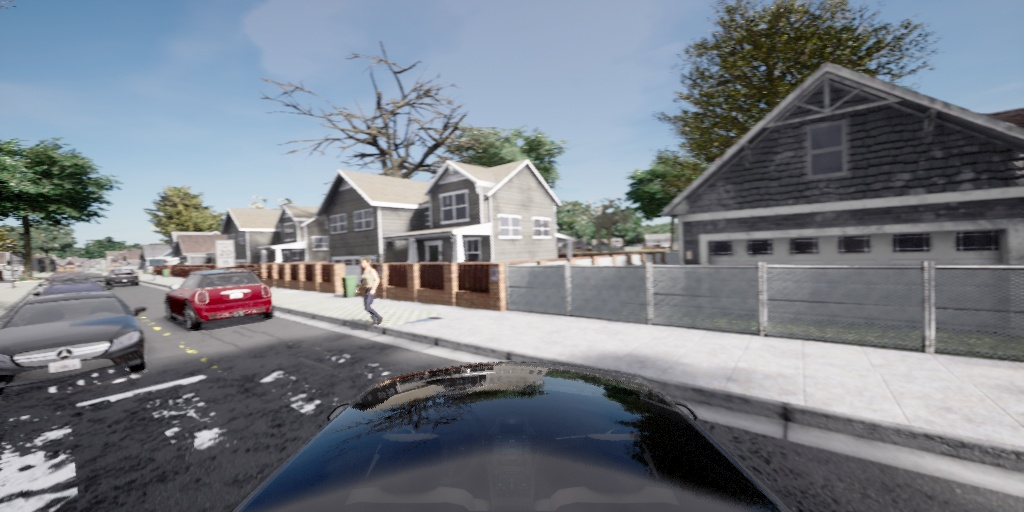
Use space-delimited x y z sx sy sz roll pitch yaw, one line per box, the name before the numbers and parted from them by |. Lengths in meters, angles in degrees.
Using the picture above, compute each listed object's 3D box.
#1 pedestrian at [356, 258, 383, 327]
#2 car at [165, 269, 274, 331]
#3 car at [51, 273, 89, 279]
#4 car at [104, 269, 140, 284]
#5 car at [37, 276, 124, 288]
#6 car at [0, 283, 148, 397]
pedestrian | -3.676 0.882 9.219 0.375 1.860 0.375 -1 1 39
car | -9.932 1.246 12.079 4.553 1.767 2.097 -1 2 39
car | -24.087 1.765 19.613 4.892 1.490 1.837 -1 2 39
car | -34.331 1.894 31.541 4.902 1.511 2.128 -1 2 38
car | -16.420 1.669 13.484 4.181 1.385 1.994 -1 2 38
car | -8.674 1.483 7.132 4.674 1.442 1.812 -1 2 42
